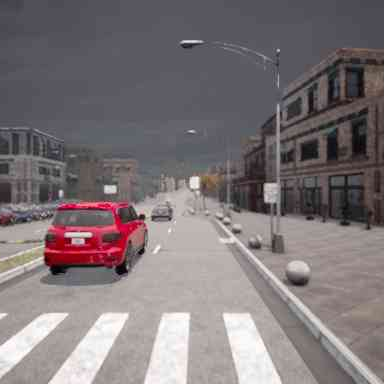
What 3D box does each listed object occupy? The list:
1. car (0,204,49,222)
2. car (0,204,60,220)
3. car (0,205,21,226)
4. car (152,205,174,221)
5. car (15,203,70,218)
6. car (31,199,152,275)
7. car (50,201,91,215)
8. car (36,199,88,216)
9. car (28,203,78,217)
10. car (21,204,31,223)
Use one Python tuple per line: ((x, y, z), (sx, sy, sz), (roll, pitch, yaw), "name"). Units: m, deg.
((-16.029, 1.911, 30.397), (4.892, 1.521, 2.231), (0, -1, 0), "car")
((-16.041, 1.966, 33.152), (4.892, 1.521, 2.231), (0, -1, 0), "car")
((-16.002, 1.811, 24.886), (5.008, 1.535, 2.097), (0, -1, 0), "car")
((-2.781, 1.964, 31.925), (2.033, 1.411, 5.357), (0, -1, 0), "car")
((-16.043, 2.023, 35.908), (5.008, 1.535, 2.097), (0, -1, 0), "car")
((-2.864, 1.346, 11.053), (2.150, 2.045, 5.566), (0, 0, 0), "car")
((-16.055, 2.095, 44.176), (4.553, 1.767, 2.185), (0, -1, 0), "car")
((-16.103, 1.900, 41.425), (5.566, 2.045, 2.435), (0, -1, 0), "car")
((-16.065, 2.085, 38.663), (5.008, 1.535, 2.097), (0, -1, 0), "car")
((-15.979, 1.888, 27.641), (4.792, 1.488, 2.163), (0, -1, 0), "car")
